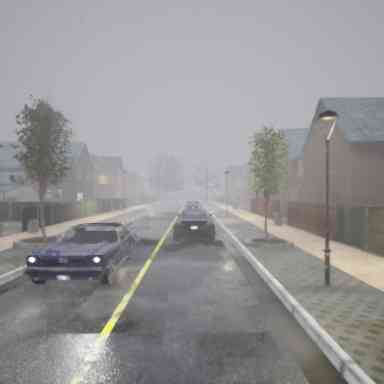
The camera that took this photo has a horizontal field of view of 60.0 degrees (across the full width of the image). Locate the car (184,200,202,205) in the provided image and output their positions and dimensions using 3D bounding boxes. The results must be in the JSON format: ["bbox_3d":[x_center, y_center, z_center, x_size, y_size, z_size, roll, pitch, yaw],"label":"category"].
[{"bbox_3d":[0.100,1.582,34.851,2.033,1.411,5.357,0,0,0],"label":"car"}]

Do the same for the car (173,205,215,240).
[{"bbox_3d":[0.099,1.559,16.867,1.994,1.385,4.181,0,0,0],"label":"car"}]

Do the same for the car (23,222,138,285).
[{"bbox_3d":[-2.851,1.594,9.571,1.895,1.301,4.718,0,0,0],"label":"car"}]
